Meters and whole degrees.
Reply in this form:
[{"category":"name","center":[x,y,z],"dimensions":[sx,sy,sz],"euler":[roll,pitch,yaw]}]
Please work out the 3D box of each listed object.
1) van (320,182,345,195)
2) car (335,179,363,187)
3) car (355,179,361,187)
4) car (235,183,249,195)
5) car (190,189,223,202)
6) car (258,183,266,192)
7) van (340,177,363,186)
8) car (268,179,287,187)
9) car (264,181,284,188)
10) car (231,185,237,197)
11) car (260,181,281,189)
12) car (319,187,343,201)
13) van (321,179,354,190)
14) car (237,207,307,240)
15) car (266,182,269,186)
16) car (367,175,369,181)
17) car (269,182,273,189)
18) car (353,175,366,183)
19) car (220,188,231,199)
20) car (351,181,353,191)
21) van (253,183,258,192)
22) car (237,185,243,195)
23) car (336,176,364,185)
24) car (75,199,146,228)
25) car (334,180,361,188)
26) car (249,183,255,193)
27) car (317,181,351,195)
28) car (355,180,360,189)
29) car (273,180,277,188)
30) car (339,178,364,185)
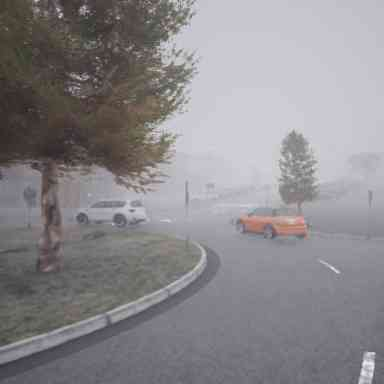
[{"category":"van","center":[19.221,0.061,48.191],"dimensions":[4.442,1.987,1.878],"euler":[-1,4,12]},{"category":"car","center":[36.050,-2.068,76.431],"dimensions":[5.366,1.575,1.946],"euler":[-1,4,10]},{"category":"car","center":[30.134,-1.182,66.082],"dimensions":[4.792,1.488,2.163],"euler":[-1,4,11]},{"category":"car","center":[7.905,-0.259,62.964],"dimensions":[4.553,1.767,2.185],"euler":[-3,3,10]},{"category":"car","center":[2.031,0.742,52.769],"dimensions":[4.674,1.452,2.002],"euler":[-3,3,10]},{"category":"car","center":[12.460,-0.769,70.580],"dimensions":[5.366,1.575,1.946],"euler":[-3,3,10]},{"category":"van","center":[37.851,-2.508,78.946],"dimensions":[4.442,1.987,1.878],"euler":[-1,3,10]},{"category":"car","center":[22.601,-2.337,88.318],"dimensions":[4.553,1.767,2.185],"euler":[-3,3,11]},{"category":"car","center":[21.106,-2.006,85.803],"dimensions":[5.008,1.535,2.097],"euler":[-3,3,10]},{"category":"car","center":[4.977,0.158,57.859],"dimensions":[4.553,1.767,2.185],"euler":[-3,3,10]},{"category":"car","center":[19.631,-1.797,83.271],"dimensions":[4.892,1.521,2.231],"euler":[-3,3,10]},{"category":"car","center":[17.535,0.502,45.686],"dimensions":[5.008,1.535,2.097],"euler":[-1,4,12]},{"category":"van","center":[25.522,-0.795,58.374],"dimensions":[4.442,1.987,1.878],"euler":[-1,4,12]},{"category":"car","center":[4.317,1.595,18.767],"dimensions":[2.097,1.767,4.553],"euler":[0,-1,-19]},{"category":"car","center":[13.736,-0.966,73.153],"dimensions":[5.008,1.535,2.097],"euler":[-3,3,10]},{"category":"car","center":[40.783,-2.942,84.116],"dimensions":[5.566,2.045,2.435],"euler":[-1,3,11]},{"category":"car","center":[15.241,-1.146,75.678],"dimensions":[4.792,1.488,2.163],"euler":[-3,3,10]},{"category":"car","center":[34.744,-2.106,73.802],"dimensions":[5.566,2.045,2.435],"euler":[-1,3,11]},{"category":"car","center":[3.522,0.521,55.320],"dimensions":[4.792,1.488,2.163],"euler":[-3,3,10]},{"category":"car","center":[23.805,-0.478,55.860],"dimensions":[4.553,1.767,2.185],"euler":[-1,4,12]},{"category":"van","center":[10.685,-0.770,68.084],"dimensions":[4.442,1.987,1.878],"euler":[-3,3,10]},{"category":"car","center":[6.389,0.106,60.432],"dimensions":[4.792,1.488,2.163],"euler":[-3,3,10]},{"category":"car","center":[31.679,-1.677,68.639],"dimensions":[5.566,2.045,2.435],"euler":[-1,4,11]},{"category":"car","center":[-6.249,1.558,25.446],"dimensions":[5.566,2.045,2.150],"euler":[0,-2,21]},{"category":"car","center":[33.199,-1.640,71.242],"dimensions":[4.892,1.521,2.231],"euler":[-1,4,11]},{"category":"car","center":[9.342,-0.342,65.535],"dimensions":[5.008,1.535,2.097],"euler":[-3,3,10]},{"category":"car","center":[20.651,-0.175,50.754],"dimensions":[5.566,2.045,2.435],"euler":[-1,4,12]},{"category":"car","center":[28.555,-0.995,63.514],"dimensions":[4.892,1.521,2.231],"euler":[-1,4,11]},{"category":"car","center":[16.674,-1.382,78.220],"dimensions":[5.008,1.535,2.097],"euler":[-3,3,10]},{"category":"car","center":[39.069,-2.488,81.591],"dimensions":[5.366,1.575,1.946],"euler":[-1,4,11]}]
